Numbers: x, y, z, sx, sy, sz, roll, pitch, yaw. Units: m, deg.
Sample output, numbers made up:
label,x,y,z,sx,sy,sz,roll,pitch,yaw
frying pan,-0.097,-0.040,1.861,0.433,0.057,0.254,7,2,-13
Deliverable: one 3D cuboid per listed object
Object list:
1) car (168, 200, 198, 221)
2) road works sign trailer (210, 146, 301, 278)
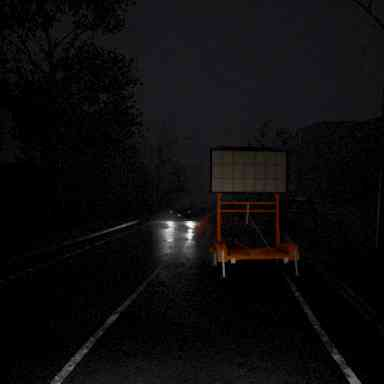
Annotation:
label,x,y,z,sx,sy,sz,roll,pitch,yaw
car,-0.626,1.387,26.040,1.812,1.442,4.674,1,0,7
road works sign trailer,1.674,0.441,10.163,2.380,3.560,2.880,1,0,-7
